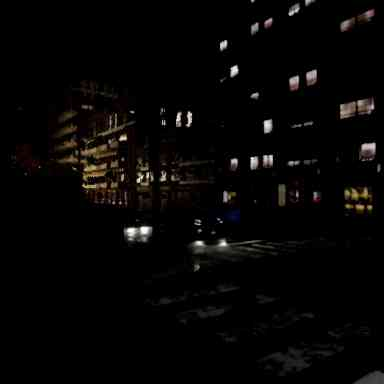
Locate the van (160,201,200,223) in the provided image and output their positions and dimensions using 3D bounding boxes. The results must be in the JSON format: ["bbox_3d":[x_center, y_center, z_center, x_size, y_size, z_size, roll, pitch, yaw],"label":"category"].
[{"bbox_3d":[-1.196,1.808,31.047,1.690,1.788,3.998,-1,0,-36],"label":"van"}]

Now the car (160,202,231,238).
[{"bbox_3d":[-0.156,1.655,19.802,2.097,1.767,4.553,0,-1,-36],"label":"car"}]

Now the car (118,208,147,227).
[{"bbox_3d":[-5.368,2.010,26.943,1.994,1.385,4.181,0,-1,-38],"label":"car"}]

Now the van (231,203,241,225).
[{"bbox_3d":[2.062,1.718,26.568,1.690,1.788,3.998,-1,0,-36],"label":"van"}]
